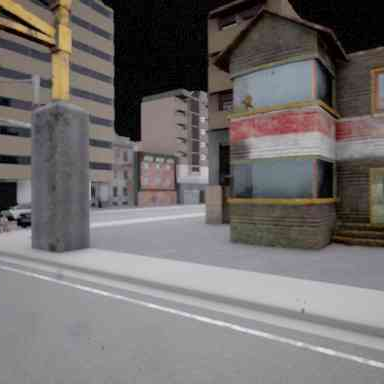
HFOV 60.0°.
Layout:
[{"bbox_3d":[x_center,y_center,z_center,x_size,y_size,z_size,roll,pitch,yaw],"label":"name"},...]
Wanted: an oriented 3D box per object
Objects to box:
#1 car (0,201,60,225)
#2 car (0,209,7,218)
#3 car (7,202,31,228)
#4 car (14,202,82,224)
[{"bbox_3d":[-12.883,1.552,25.431,4.974,1.542,2.038,0,0,-30],"label":"car"},{"bbox_3d":[-12.839,1.395,25.457,4.536,1.218,1.853,0,0,-30],"label":"car"},{"bbox_3d":[-9.685,1.533,22.752,2.038,1.542,4.974,0,0,15],"label":"car"},{"bbox_3d":[-9.672,1.375,22.803,1.853,1.218,4.536,0,0,15],"label":"car"}]
